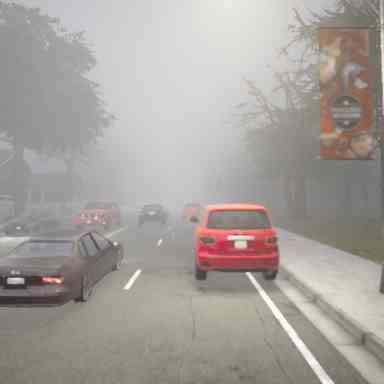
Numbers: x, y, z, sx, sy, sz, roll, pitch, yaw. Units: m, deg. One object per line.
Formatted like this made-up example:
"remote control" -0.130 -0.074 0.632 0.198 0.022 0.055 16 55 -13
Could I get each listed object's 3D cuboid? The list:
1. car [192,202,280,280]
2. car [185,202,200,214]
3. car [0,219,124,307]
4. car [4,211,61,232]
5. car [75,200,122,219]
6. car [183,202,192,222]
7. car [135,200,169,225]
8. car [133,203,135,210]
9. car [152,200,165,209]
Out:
"car" 1.157 1.373 10.542 2.150 2.045 5.566 0 -1 0
"car" 0.075 2.195 45.972 1.837 1.490 4.892 0 -1 0
"car" -3.134 1.671 8.452 2.033 1.411 5.357 0 -1 0
"car" -9.816 1.878 20.809 1.994 1.385 4.181 0 -1 0
"car" -6.562 1.578 23.925 2.150 2.045 5.566 0 -1 0
"car" 0.110 1.880 35.831 2.097 1.767 4.553 0 -1 1
"car" -3.104 1.763 27.842 2.097 1.767 4.553 0 -1 0
"car" -9.697 2.505 62.080 1.812 1.442 4.674 0 -1 1
"car" -6.430 2.374 64.704 2.097 1.767 4.553 0 -1 1
